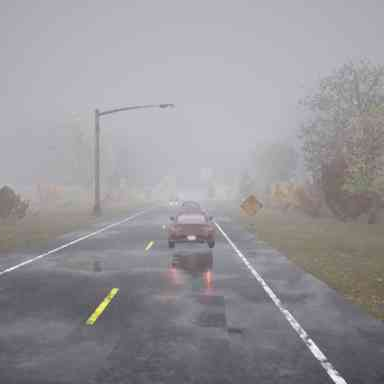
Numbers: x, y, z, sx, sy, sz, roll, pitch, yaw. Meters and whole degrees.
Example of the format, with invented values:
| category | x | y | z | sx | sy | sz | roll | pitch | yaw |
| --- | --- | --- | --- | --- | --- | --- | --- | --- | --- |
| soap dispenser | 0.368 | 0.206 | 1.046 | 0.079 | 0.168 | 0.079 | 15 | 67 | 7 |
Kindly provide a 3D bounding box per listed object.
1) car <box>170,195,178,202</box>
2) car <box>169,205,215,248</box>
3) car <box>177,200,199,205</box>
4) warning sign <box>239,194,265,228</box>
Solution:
| category | x | y | z | sx | sy | sz | roll | pitch | yaw |
| --- | --- | --- | --- | --- | --- | --- | --- | --- | --- |
| car | -4.094 | 1.491 | 76.749 | 2.128 | 1.511 | 4.902 | 0 | 0 | -1 |
| car | -0.023 | 1.528 | 14.660 | 1.812 | 1.442 | 4.674 | 0 | 0 | 0 |
| car | -0.091 | 1.552 | 29.669 | 2.033 | 1.411 | 5.357 | 0 | 0 | 0 |
| warning sign | 3.529 | 1.107 | 19.774 | 1.300 | 1.860 | 1.060 | 1 | 1 | 0 |
